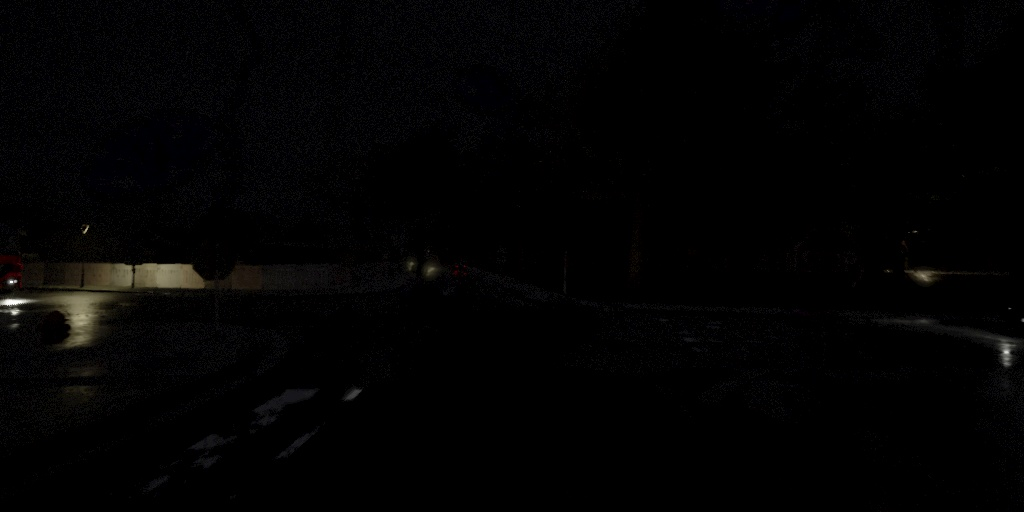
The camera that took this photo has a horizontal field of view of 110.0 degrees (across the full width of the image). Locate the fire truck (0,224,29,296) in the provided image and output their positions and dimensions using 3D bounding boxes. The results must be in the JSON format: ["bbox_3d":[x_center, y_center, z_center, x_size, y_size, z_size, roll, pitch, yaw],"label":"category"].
[{"bbox_3d":[-28.106,0.045,17.694,8.468,3.827,2.891,0,-2,22],"label":"fire truck"}]

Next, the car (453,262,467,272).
[{"bbox_3d":[-8.435,1.819,58.518,1.812,1.442,4.674,0,-1,-10],"label":"car"}]

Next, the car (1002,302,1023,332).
[{"bbox_3d":[15.994,1.451,9.065,4.674,1.442,1.812,0,-1,13],"label":"car"}]
